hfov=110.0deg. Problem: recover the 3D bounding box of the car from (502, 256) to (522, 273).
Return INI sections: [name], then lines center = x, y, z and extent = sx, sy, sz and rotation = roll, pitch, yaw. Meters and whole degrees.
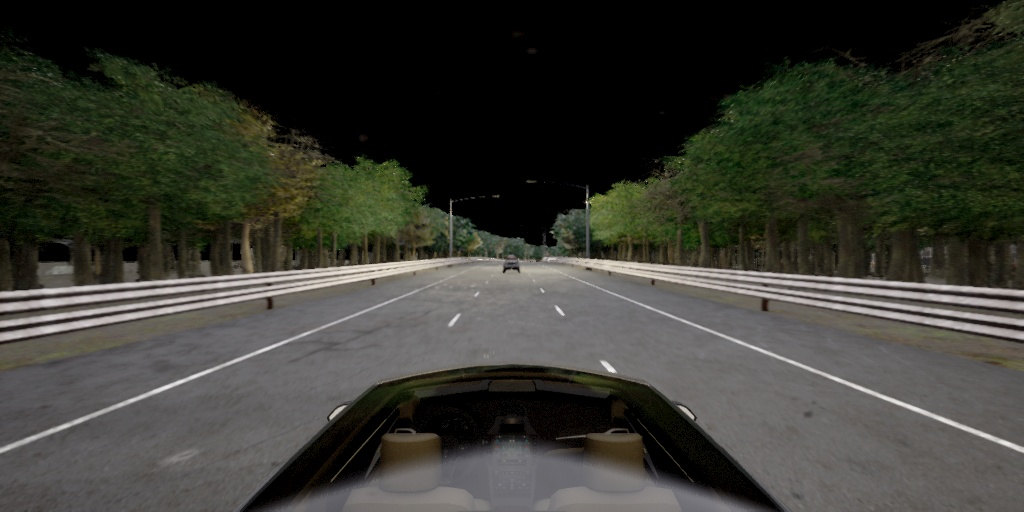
[car]
center = -0.035, 1.023, 39.307
extent = 1.837, 1.490, 4.892
rotation = 0, 0, 0
